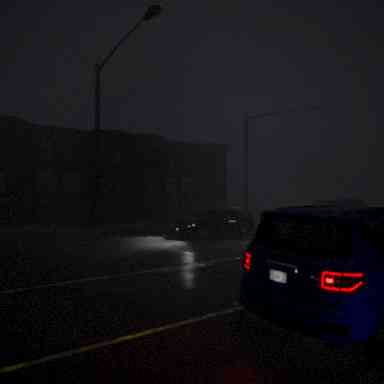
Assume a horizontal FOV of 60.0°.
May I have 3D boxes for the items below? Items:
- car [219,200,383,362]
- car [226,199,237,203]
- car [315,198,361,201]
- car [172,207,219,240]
[{"bbox_3d":[3.379,1.280,6.162,5.566,2.045,2.150,1,0,-35],"label":"car"},{"bbox_3d":[6.456,1.948,60.764,1.812,1.442,4.674,1,0,-34],"label":"car"},{"bbox_3d":[7.658,1.377,18.140,5.566,2.045,2.150,1,0,-41],"label":"car"},{"bbox_3d":[1.214,1.610,17.867,4.892,1.490,1.837,1,0,-37],"label":"car"}]
